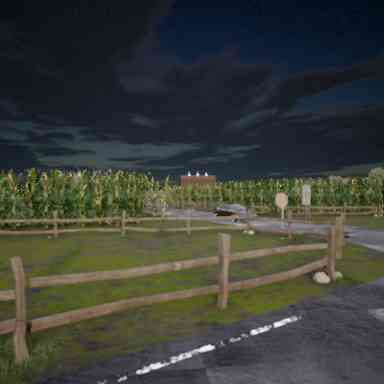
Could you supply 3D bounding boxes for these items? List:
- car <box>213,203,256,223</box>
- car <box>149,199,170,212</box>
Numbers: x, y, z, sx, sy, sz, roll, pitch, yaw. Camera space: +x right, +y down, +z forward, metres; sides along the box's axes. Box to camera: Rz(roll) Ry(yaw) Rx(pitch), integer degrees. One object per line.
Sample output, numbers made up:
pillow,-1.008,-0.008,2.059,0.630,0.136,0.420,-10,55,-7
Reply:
car,3.502,1.756,28.305,1.837,1.490,4.892,0,0,-25
car,-4.686,1.819,45.718,2.097,1.767,4.553,0,-1,-25
